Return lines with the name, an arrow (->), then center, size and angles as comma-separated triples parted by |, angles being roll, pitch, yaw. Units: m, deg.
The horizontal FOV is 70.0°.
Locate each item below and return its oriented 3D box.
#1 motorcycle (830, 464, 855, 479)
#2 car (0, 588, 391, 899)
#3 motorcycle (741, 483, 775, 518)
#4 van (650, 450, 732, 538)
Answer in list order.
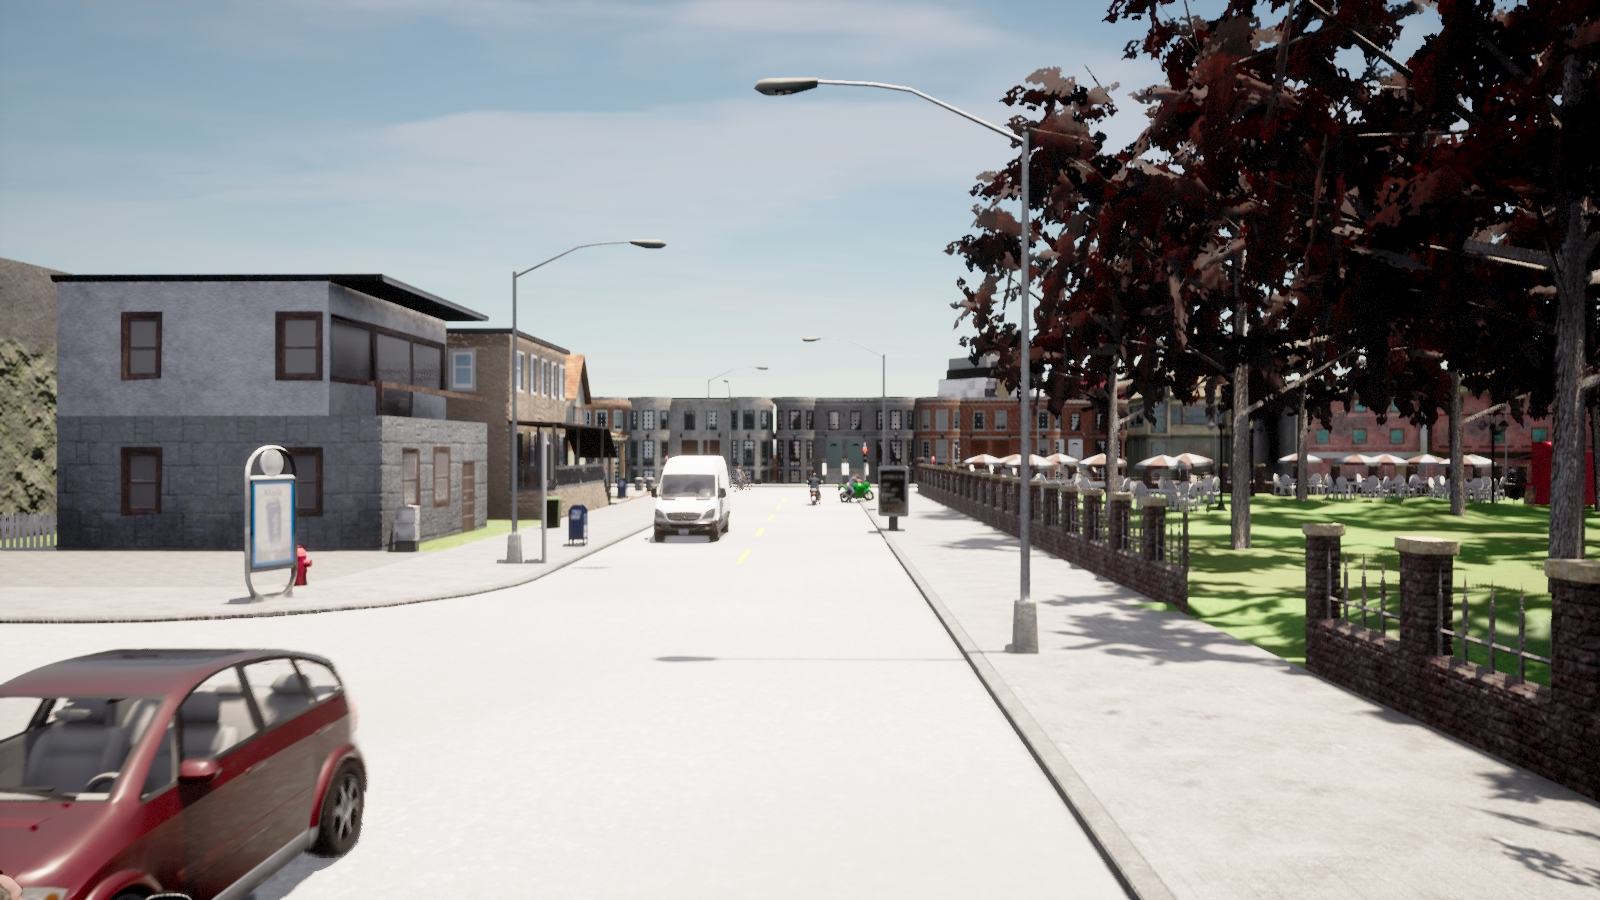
motorcycle -> 3.779, 1.900, 101.151 | 2.033, 1.145, 0.803 | -5, -2, 27
car -> -3.969, 1.803, 6.649 | 1.789, 1.549, 3.705 | 0, 0, 1
motorcycle -> -1.677, 1.967, 45.065 | 0.867, 1.251, 2.209 | 0, 0, -15
van -> -3.393, 1.298, 36.731 | 1.988, 2.561, 5.915 | 0, 1, 1
